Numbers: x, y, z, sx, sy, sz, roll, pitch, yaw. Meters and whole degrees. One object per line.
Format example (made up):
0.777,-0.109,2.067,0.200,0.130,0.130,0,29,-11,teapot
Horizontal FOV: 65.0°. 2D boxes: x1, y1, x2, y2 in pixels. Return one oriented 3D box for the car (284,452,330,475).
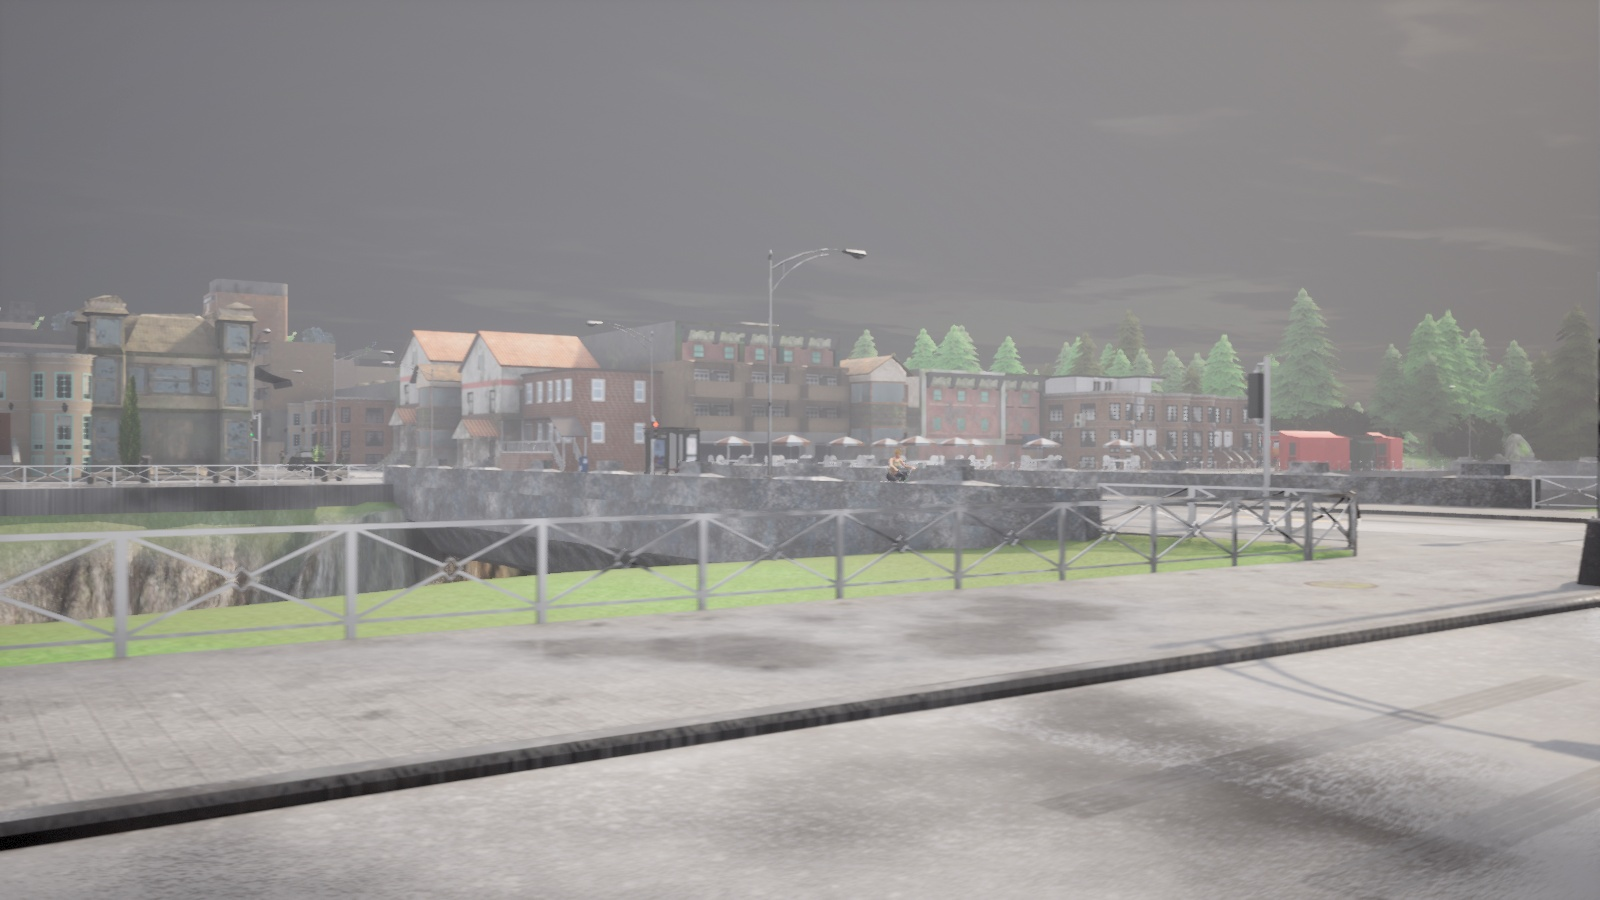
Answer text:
-36.283,0.969,92.385,2.033,1.649,4.856,0,0,-35,car
